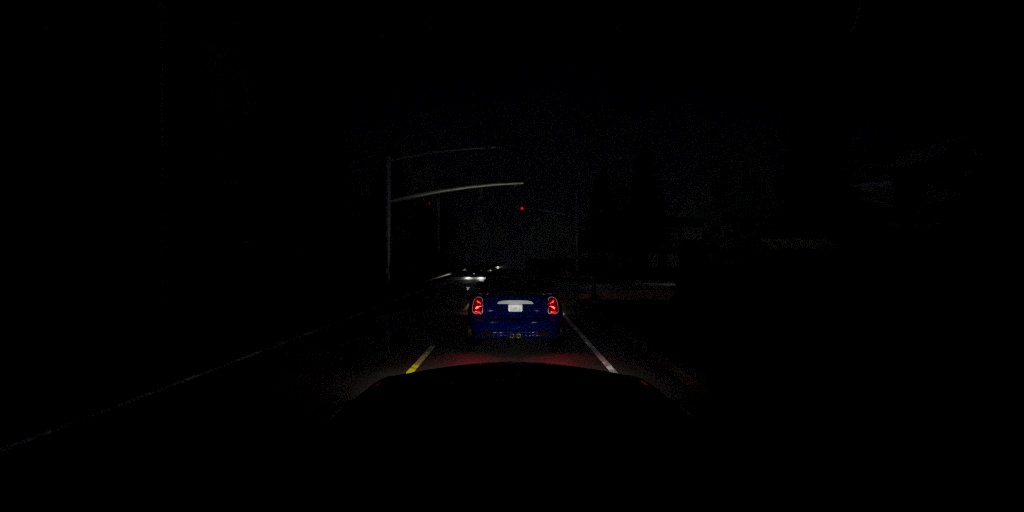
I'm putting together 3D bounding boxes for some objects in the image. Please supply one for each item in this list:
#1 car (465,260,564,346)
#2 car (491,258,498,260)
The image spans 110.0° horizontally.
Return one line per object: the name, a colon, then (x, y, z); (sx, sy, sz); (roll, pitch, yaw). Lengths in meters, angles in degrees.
car: (0.078, 1.102, 9.560); (2.097, 1.767, 4.553); (0, 0, 0)
car: (-3.592, 1.227, 53.467); (1.882, 1.535, 5.008); (0, 0, 0)
